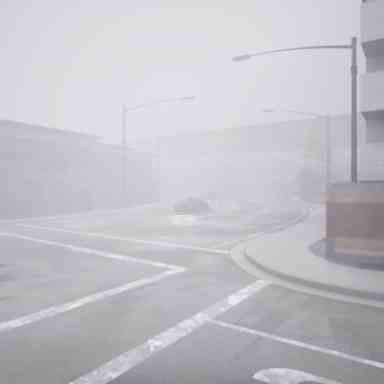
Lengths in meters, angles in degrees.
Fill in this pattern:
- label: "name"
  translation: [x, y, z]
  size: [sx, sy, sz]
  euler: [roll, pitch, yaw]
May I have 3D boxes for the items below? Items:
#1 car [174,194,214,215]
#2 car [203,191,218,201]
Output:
- label: "car"
  translation: [0.012, 1.156, 28.800]
  size: [1.994, 1.385, 4.181]
  euler: [0, 1, 23]
- label: "car"
  translation: [2.868, 0.620, 54.270]
  size: [1.837, 1.490, 4.892]
  euler: [0, 0, -11]
